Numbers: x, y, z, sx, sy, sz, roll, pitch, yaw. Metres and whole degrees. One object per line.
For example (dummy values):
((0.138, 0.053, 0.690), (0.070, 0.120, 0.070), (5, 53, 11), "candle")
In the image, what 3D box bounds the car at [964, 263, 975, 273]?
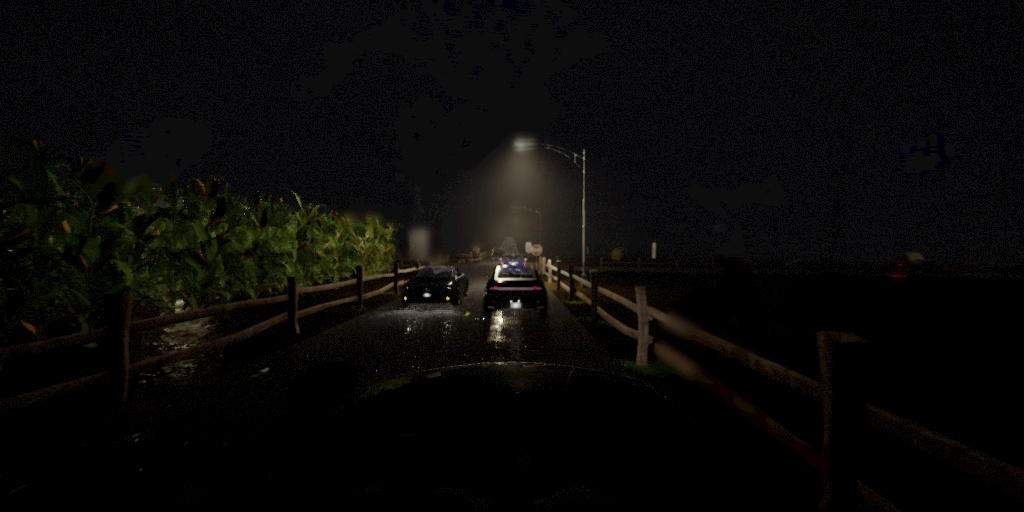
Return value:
((49.102, 1.069, 40.725), (4.718, 1.301, 1.895), (1, 3, 0), "car")

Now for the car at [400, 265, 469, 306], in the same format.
((-2.839, 1.063, 13.918), (1.994, 1.385, 4.181), (0, 1, 0), "car")

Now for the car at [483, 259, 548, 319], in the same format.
((0.101, 1.033, 11.864), (2.128, 1.511, 4.902), (0, 1, 0), "car")

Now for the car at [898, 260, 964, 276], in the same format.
((43.887, 1.303, 37.956), (4.892, 1.490, 1.837), (2, 3, 1), "car")

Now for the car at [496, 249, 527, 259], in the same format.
((0.102, 0.572, 27.296), (2.097, 1.767, 4.553), (0, 1, 0), "car")

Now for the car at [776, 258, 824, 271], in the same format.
((32.811, 0.987, 40.869), (4.674, 1.442, 1.812), (1, 3, 0), "car")
